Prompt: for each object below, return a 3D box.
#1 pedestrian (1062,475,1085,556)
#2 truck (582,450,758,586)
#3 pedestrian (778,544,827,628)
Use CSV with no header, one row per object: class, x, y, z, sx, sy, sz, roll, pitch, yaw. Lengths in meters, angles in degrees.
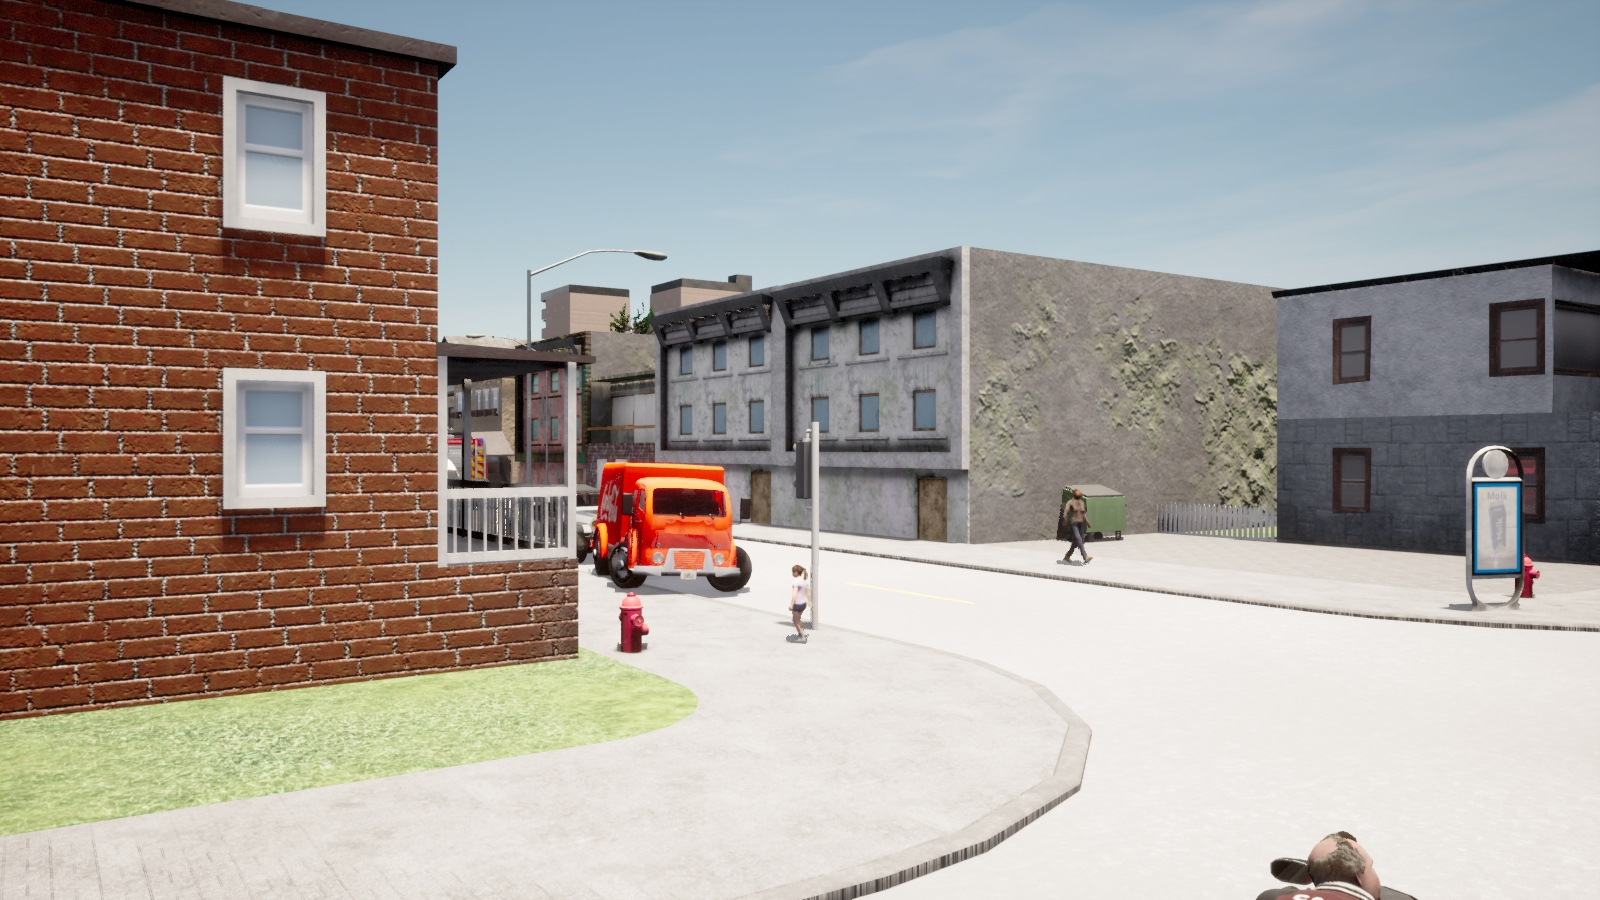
pedestrian,6.413,1.525,26.763,0.375,1.860,0.375,0,0,-22
truck,-2.868,1.294,23.855,2.627,2.467,5.204,3,-1,-17
pedestrian,0.037,1.897,16.013,0.500,1.100,0.500,0,0,29
